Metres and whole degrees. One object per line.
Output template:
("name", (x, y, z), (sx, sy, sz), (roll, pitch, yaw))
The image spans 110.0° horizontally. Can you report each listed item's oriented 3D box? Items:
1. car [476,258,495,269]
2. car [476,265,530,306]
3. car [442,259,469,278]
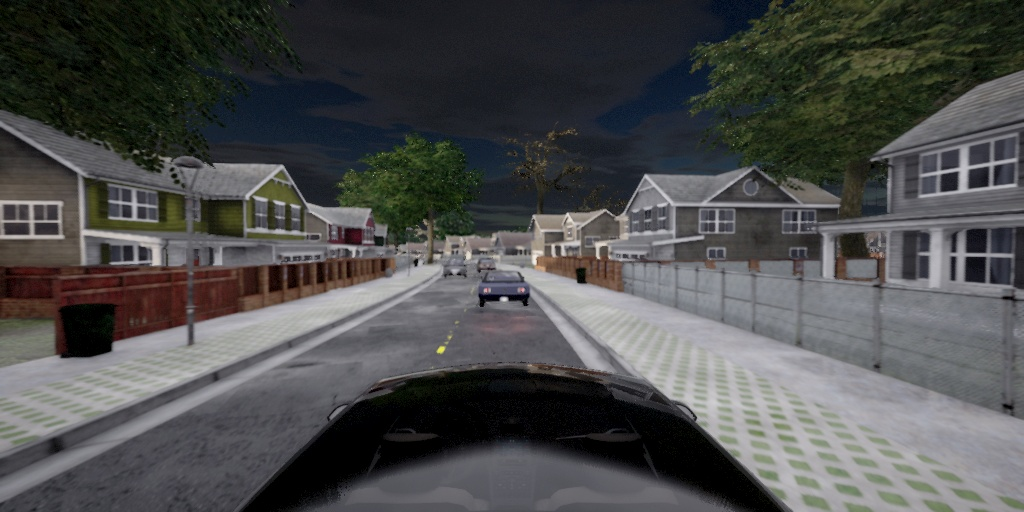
("car", (-2.750, 0.956, 37.472), (2.033, 1.411, 5.357), (0, 1, -9))
("car", (-0.394, 1.222, 14.884), (1.895, 1.301, 4.718), (0, 1, -3))
("car", (-4.592, 0.986, 29.441), (2.128, 1.511, 4.902), (0, 1, -7))
